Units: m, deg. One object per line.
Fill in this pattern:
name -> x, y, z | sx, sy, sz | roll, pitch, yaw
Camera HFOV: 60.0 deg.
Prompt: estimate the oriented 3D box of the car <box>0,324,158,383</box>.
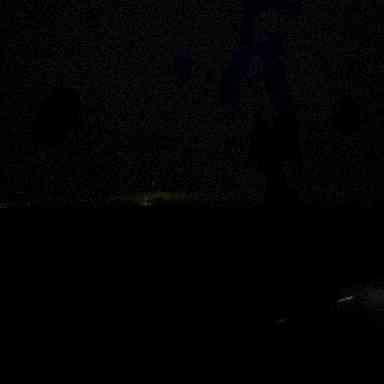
car -> -2.097, 1.554, 1.590 | 4.181, 1.385, 1.994 | 0, 0, -35
